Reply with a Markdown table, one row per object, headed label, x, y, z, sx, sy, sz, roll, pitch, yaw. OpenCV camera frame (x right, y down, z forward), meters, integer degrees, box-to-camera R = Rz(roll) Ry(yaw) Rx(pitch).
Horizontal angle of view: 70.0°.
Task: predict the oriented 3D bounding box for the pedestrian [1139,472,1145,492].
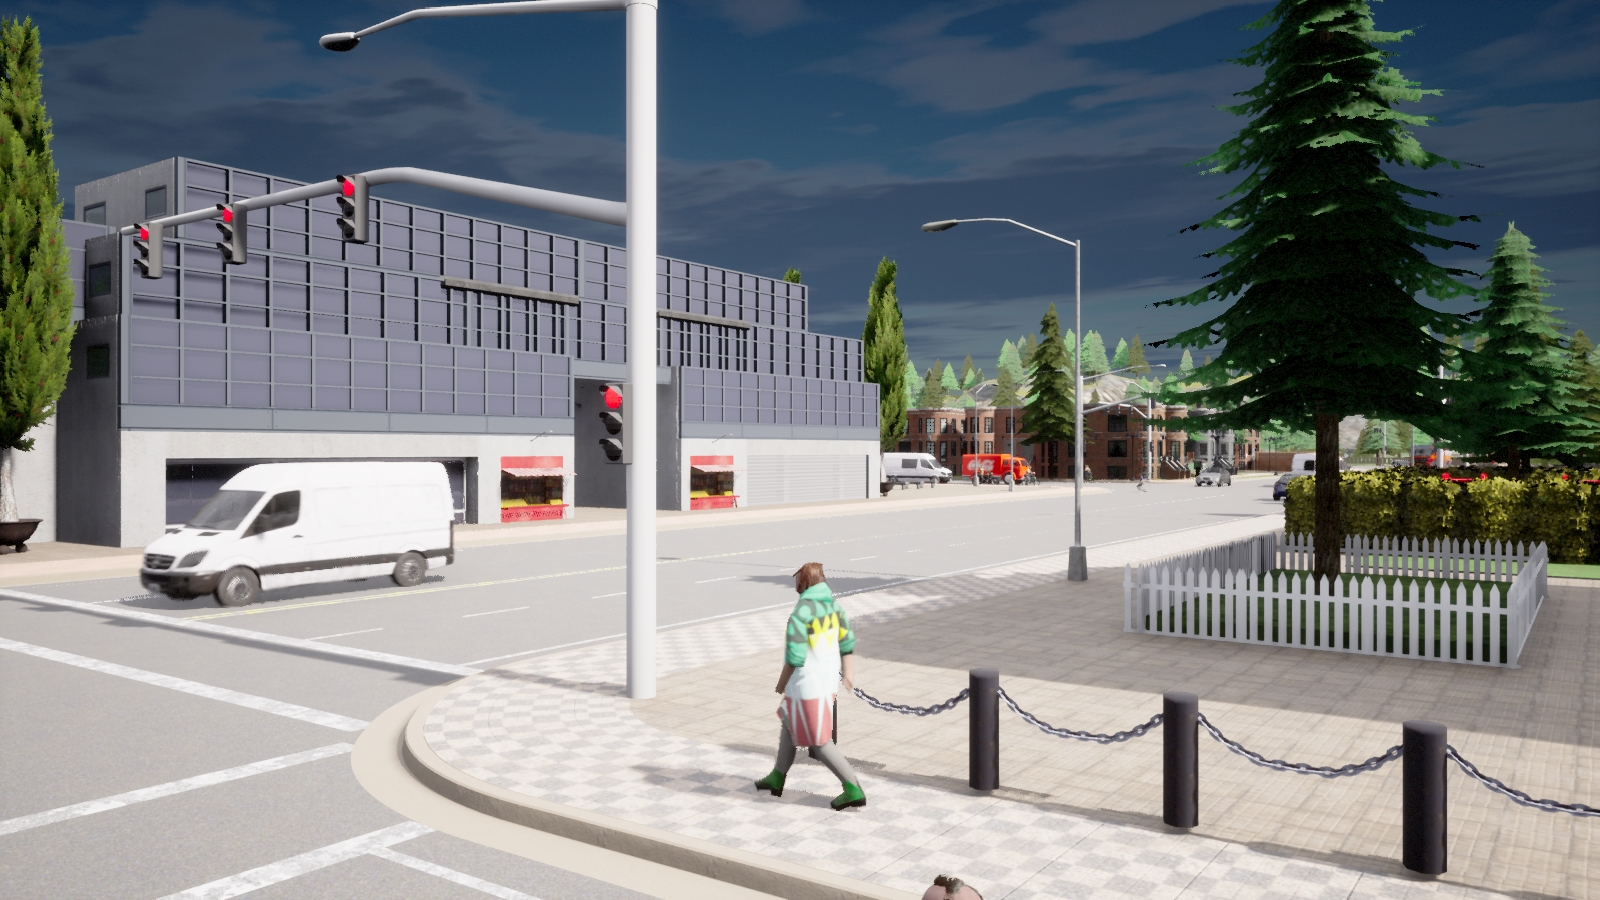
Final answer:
| label | x | y | z | sx | sy | sz | roll | pitch | yaw |
| --- | --- | --- | --- | --- | --- | --- | --- | --- | --- |
| pedestrian | 22.504 | 2.128 | 75.153 | 0.375 | 1.300 | 0.375 | 0 | 0 | 19 |

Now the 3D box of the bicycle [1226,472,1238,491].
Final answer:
| label | x | y | z | sx | sy | sz | roll | pitch | yaw |
| --- | --- | --- | --- | --- | --- | --- | --- | --- | --- |
| bicycle | 29.520 | 2.156 | 78.071 | 0.373 | 1.296 | 1.643 | 0 | 0 | 35 |

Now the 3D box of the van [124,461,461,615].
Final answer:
| label | x | y | z | sx | sy | sz | roll | pitch | yaw |
| --- | --- | --- | --- | --- | --- | --- | --- | --- | --- |
| van | -9.690 | 1.534 | 22.455 | 1.988 | 2.561 | 5.915 | 0 | 0 | 34 |

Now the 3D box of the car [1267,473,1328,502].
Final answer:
| label | x | y | z | sx | sy | sz | roll | pitch | yaw |
| --- | --- | --- | --- | --- | --- | --- | --- | --- | --- |
| car | 27.765 | 2.063 | 63.661 | 2.163 | 1.488 | 4.792 | 0 | 0 | 35 |

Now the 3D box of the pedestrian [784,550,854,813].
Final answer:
| label | x | y | z | sx | sy | sz | roll | pitch | yaw |
| --- | --- | --- | --- | --- | --- | --- | --- | --- | --- |
| pedestrian | 0.142 | 1.697 | 8.541 | 0.375 | 1.860 | 0.375 | 0 | 0 | 35 |

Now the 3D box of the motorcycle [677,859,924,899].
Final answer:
| label | x | y | z | sx | sy | sz | roll | pitch | yaw |
| --- | --- | --- | --- | --- | --- | --- | --- | --- | --- |
| motorcycle | 0.509 | 2.205 | 3.428 | 2.209 | 1.251 | 0.867 | 0 | 0 | 35 |
